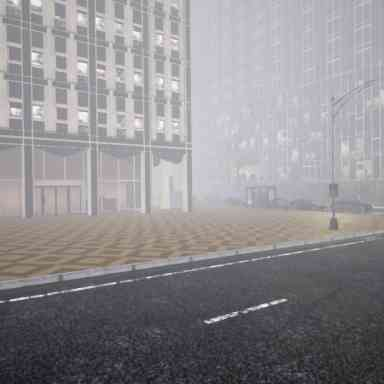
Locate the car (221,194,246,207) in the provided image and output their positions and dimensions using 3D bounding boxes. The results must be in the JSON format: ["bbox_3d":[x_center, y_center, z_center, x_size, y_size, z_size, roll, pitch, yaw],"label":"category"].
[{"bbox_3d":[6.392,1.318,45.966,1.947,1.339,4.313,-1,1,-34],"label":"car"}]

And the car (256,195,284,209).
[{"bbox_3d":[9.545,1.386,41.238,1.802,1.307,4.206,-1,1,-34],"label":"car"}]

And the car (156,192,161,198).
[{"bbox_3d":[-5.849,0.613,78.887,2.192,1.841,5.009,0,1,-34],"label":"car"}]

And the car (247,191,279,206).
[{"bbox_3d":[10.433,0.961,44.714,2.150,2.045,5.566,-1,1,-34],"label":"car"}]

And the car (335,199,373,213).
[{"bbox_3d":[16.820,1.406,35.348,1.994,1.385,4.181,-1,1,-34],"label":"car"}]

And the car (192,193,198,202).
[{"bbox_3d":[-1.179,0.773,61.877,2.150,2.045,5.566,-1,1,-34],"label":"car"}]

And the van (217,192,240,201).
[{"bbox_3d":[6.957,0.853,60.103,1.690,1.788,3.998,-1,1,-34],"label":"van"}]

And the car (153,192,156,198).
[{"bbox_3d":[-9.051,0.684,83.584,1.967,1.590,4.097,0,1,-34],"label":"car"}]

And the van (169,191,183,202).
[{"bbox_3d":[-3.168,0.936,60.080,1.690,1.788,3.998,0,1,-34],"label":"van"}]

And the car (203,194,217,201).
[{"bbox_3d":[3.756,1.041,64.802,1.802,1.307,4.206,-1,1,-34],"label":"car"}]

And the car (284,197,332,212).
[{"bbox_3d":[12.733,1.422,36.530,1.947,1.339,4.313,-1,1,-34],"label":"car"}]
